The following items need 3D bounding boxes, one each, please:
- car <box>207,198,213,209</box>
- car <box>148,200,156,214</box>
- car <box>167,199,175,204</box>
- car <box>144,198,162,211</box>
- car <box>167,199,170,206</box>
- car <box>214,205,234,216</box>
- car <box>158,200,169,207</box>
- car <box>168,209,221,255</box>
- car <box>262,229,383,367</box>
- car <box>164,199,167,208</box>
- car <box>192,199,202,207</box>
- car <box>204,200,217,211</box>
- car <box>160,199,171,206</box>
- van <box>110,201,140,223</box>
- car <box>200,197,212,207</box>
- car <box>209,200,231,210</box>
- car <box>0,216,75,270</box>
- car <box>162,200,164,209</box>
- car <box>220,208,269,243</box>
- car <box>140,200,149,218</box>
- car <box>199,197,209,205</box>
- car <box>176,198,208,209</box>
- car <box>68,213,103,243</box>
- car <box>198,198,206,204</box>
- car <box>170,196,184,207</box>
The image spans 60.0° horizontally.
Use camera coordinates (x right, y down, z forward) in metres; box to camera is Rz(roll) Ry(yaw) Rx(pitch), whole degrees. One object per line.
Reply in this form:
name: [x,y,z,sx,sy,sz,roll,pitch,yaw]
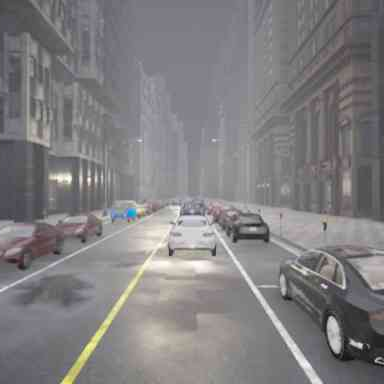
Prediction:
car: [2.763,1.838,39.449,1.967,1.590,4.097,0,-1,0]
car: [-5.761,1.980,39.433,1.802,1.307,4.206,0,-1,0]
car: [-5.757,2.475,89.850,1.887,1.381,4.507,0,-1,0]
car: [-5.762,1.770,45.038,2.192,1.841,5.009,0,-1,0]
car: [-5.759,2.180,61.841,2.008,1.369,4.403,0,-1,0]
car: [2.762,1.810,22.644,1.802,1.307,4.206,0,-1,0]
car: [-5.759,2.254,67.443,1.947,1.339,4.313,0,-1,0]
car: [0.025,1.665,13.896,1.812,1.442,4.674,0,0,0]
car: [2.760,1.610,5.839,2.008,1.369,4.403,0,-1,0]
car: [-5.760,2.011,56.240,1.967,1.590,4.097,0,-1,0]
car: [0.906,2.193,65.491,1.812,1.442,4.674,0,-1,0]
car: [2.764,2.040,50.821,1.752,1.417,4.829,0,-1,0]
car: [-5.758,2.314,73.044,1.947,1.339,4.313,0,-1,0]
van: [-5.763,1.626,28.233,1.690,1.788,3.998,0,-1,0]
car: [2.765,2.003,67.457,2.192,1.841,5.009,0,-1,0]
car: [2.762,1.725,28.246,1.967,1.590,4.097,0,-1,0]
car: [-5.764,1.697,11.425,1.802,1.307,4.206,0,-1,0]
car: [-5.761,2.095,50.637,1.802,1.307,4.206,0,-1,0]
car: [2.761,1.737,17.042,1.947,1.339,4.313,0,-1,0]
car: [-5.762,1.865,33.663,1.752,1.417,4.829,0,-1,0]
car: [2.766,2.123,78.660,2.192,1.841,5.009,0,-1,0]
car: [0.025,1.637,28.424,2.097,1.767,4.553,0,-1,0]
car: [-5.764,1.753,17.026,1.802,1.307,4.206,0,-1,0]
car: [2.768,2.370,89.862,1.967,1.590,4.097,0,-1,0]
car: [-3.011,2.144,65.311,1.882,1.535,5.008,0,-1,0]
